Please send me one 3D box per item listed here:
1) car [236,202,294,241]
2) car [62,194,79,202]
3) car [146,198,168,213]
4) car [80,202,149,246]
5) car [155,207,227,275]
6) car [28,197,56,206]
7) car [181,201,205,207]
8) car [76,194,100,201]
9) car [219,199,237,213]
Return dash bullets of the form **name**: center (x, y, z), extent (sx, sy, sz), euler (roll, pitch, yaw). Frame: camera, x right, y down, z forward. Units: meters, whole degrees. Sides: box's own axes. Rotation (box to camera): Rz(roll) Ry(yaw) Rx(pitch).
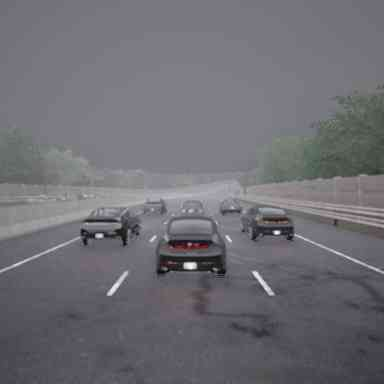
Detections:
- **car**: center (3.538, 1.414, 16.234), extent (1.837, 1.490, 4.892), euler (0, 0, 0)
- **car**: center (-17.218, 1.056, 48.482), extent (2.097, 1.767, 4.553), euler (0, 0, 2)
- **car**: center (-3.379, 1.305, 31.244), extent (2.128, 1.511, 4.902), euler (0, 0, 1)
- **car**: center (-3.466, 1.408, 14.908), extent (2.128, 1.511, 4.902), euler (0, 0, 0)
- **car**: center (0.006, 1.452, 10.244), extent (1.837, 1.490, 4.892), euler (0, 1, 1)
- **car**: center (-20.792, 1.314, 46.144), extent (1.895, 1.301, 4.718), euler (0, 0, 2)
- **car**: center (0.057, 1.392, 26.696), extent (2.033, 1.411, 5.357), euler (0, 0, 1)
- **car**: center (-13.800, 1.322, 45.903), extent (1.895, 1.301, 4.718), euler (0, 0, 2)
- **car**: center (3.630, 1.378, 31.831), extent (1.994, 1.385, 4.181), euler (0, 0, 1)
